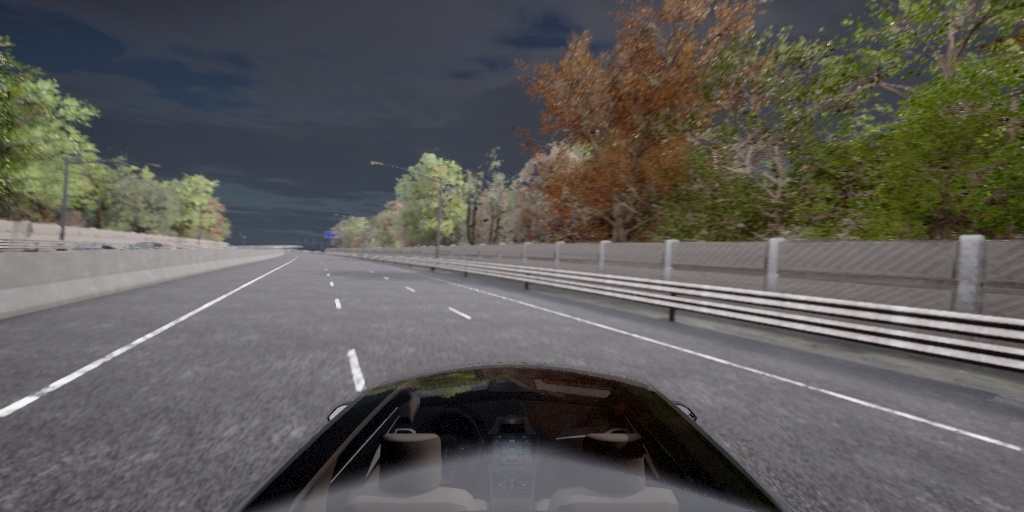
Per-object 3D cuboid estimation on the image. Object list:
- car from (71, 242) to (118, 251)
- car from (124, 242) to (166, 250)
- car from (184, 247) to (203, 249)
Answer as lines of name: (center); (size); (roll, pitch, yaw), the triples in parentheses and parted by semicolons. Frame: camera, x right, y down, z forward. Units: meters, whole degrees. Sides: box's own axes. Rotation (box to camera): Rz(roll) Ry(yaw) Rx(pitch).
car: (-39.916, -0.624, 34.403); (1.994, 1.385, 4.181); (3, -1, -29)
car: (-36.869, -0.668, 36.138); (2.097, 1.767, 4.553); (3, -1, -29)
car: (-33.860, -0.252, 37.927); (1.895, 1.301, 4.718); (3, -1, -29)
